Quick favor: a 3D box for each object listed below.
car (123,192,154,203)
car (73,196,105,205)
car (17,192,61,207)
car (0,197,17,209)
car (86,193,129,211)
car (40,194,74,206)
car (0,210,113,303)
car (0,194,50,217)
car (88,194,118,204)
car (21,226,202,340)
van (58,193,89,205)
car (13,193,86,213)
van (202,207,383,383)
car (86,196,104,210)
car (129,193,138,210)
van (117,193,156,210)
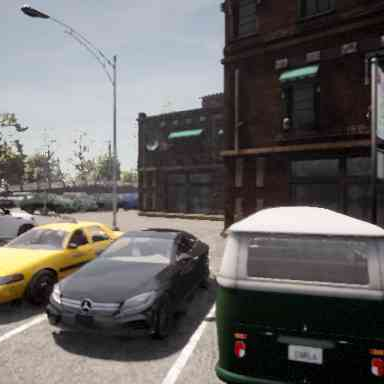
[{"bbox_3d":[-10.707,1.132,66.483,5.566,2.045,2.435,-1,0,14],"label":"car"},{"bbox_3d":[-17.471,1.383,56.480,4.892,1.521,2.231,-1,-1,14],"label":"car"},{"bbox_3d":[-22.532,1.127,48.979,5.566,2.045,2.435,-1,-1,14],"label":"car"},{"bbox_3d":[-25.979,1.406,43.966,4.792,1.488,2.163,-1,0,14],"label":"car"},{"bbox_3d":[-10.358,1.166,36.809,5.566,2.045,2.435,1,1,14],"label":"car"},{"bbox_3d":[-20.892,1.254,51.489,4.553,1.767,2.185,-1,-1,14],"label":"car"},{"bbox_3d":[-3.337,1.460,8.358,1.946,1.575,5.366,1,0,16],"label":"car"},{"bbox_3d":[-8.179,1.198,12.061,2.435,2.045,5.566,0,-1,16],"label":"car"},{"bbox_3d":[-15.738,1.256,58.954,4.553,1.767,2.185,-1,0,14],"label":"car"},{"bbox_3d":[-0.840,1.513,6.793,2.002,1.452,4.674,1,-1,16],"label":"car"},{"bbox_3d":[-19.279,1.156,54.000,4.442,1.987,1.878,-1,0,14],"label":"van"},{"bbox_3d":[-13.625,1.164,31.915,5.566,2.045,2.435,1,0,14],"label":"car"},{"bbox_3d":[1.626,1.257,5.156,1.878,1.987,4.442,0,-1,16],"label":"van"},{"bbox_3d":[-12.021,1.446,34.353,4.792,1.488,2.163,1,1,14],"label":"car"},{"bbox_3d":[-8.695,1.167,39.257,5.566,2.045,2.435,1,1,14],"label":"car"},{"bbox_3d":[-6.892,1.196,41.680,4.442,1.987,1.878,1,0,14],"label":"van"}]
